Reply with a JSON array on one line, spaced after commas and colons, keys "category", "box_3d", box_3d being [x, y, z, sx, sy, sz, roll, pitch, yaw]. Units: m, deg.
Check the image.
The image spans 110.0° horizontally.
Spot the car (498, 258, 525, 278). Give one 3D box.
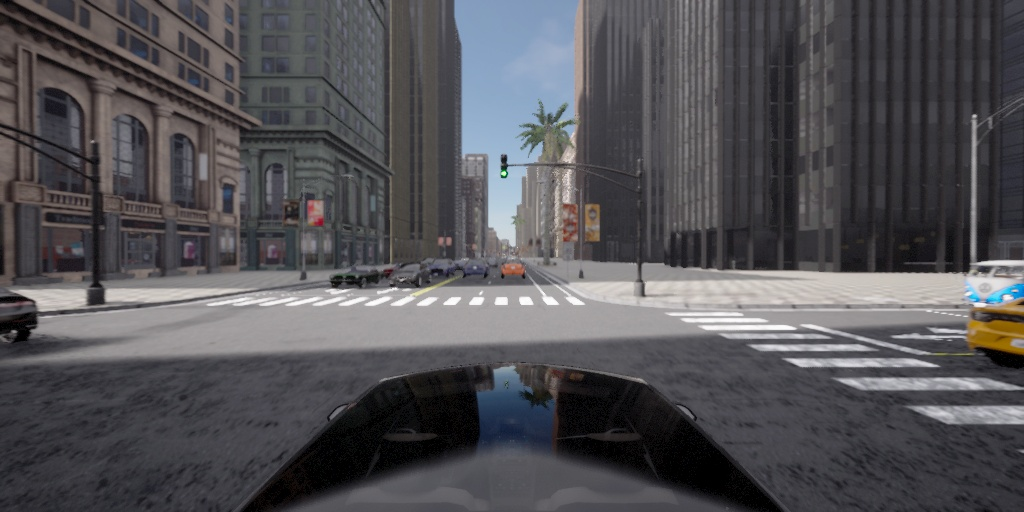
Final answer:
[{"category": "car", "box_3d": [0.093, 1.008, 32.707, 2.097, 1.767, 4.553, 0, 0, 0]}]

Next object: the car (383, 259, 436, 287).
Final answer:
[{"category": "car", "box_3d": [-6.607, 1.187, 23.734, 1.837, 1.490, 4.892, 0, 0, -1]}]

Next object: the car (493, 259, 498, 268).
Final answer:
[{"category": "car", "box_3d": [-3.226, 1.146, 57.236, 1.994, 1.385, 4.181, 0, 0, 1]}]

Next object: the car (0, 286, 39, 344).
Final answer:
[{"category": "car", "box_3d": [-12.780, 1.223, 7.684, 4.902, 1.511, 2.128, 0, 0, 14]}]

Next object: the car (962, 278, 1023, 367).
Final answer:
[{"category": "car", "box_3d": [10.380, 1.211, 5.664, 5.008, 1.535, 1.882, 0, 0, -3]}]

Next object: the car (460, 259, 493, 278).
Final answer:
[{"category": "car", "box_3d": [-3.157, 1.008, 32.646, 2.097, 1.767, 4.553, 0, 0, 0]}]

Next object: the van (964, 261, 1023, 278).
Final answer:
[{"category": "van", "box_3d": [17.065, 1.035, 11.461, 3.998, 1.789, 1.690, 0, 0, 0]}]

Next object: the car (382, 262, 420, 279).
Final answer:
[{"category": "car", "box_3d": [-9.842, 1.257, 32.216, 1.895, 1.301, 4.718, 0, 0, 0]}]

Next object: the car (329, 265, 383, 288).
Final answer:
[{"category": "car", "box_3d": [-9.852, 1.285, 23.047, 1.895, 1.301, 4.718, 0, 0, -3]}]

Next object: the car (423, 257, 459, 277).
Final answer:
[{"category": "car", "box_3d": [-6.586, 1.005, 33.479, 2.097, 1.767, 4.553, 0, 0, 0]}]
